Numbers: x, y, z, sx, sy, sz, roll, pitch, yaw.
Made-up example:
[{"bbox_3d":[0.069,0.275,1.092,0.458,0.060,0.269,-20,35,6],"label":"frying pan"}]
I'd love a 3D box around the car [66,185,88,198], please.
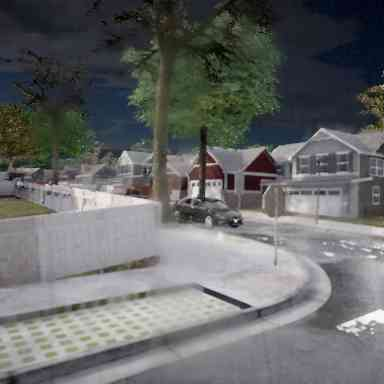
[{"bbox_3d":[-13.126,0.023,38.052,1.837,1.490,4.892,2,2,-34],"label":"car"}]

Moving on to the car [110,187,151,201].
[{"bbox_3d":[-4.960,0.467,26.186,2.097,1.767,4.553,2,1,-35],"label":"car"}]

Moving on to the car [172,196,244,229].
[{"bbox_3d":[0.730,1.041,17.937,1.837,1.490,4.892,2,2,-35],"label":"car"}]
